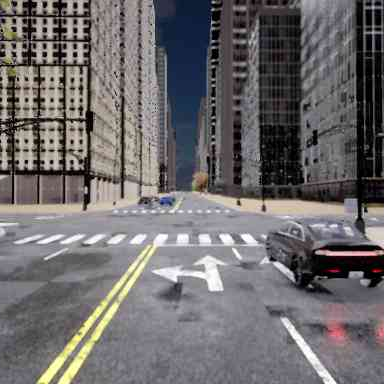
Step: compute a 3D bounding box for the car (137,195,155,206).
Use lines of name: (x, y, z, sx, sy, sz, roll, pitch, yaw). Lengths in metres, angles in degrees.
car: (-7.252, 1.392, 51.386, 1.837, 1.490, 4.892, 0, 0, -1)

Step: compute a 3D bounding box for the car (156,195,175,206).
car: (-4.001, 1.365, 51.279, 1.882, 1.535, 5.008, 0, 0, -1)

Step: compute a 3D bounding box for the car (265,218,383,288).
car: (3.345, 1.476, 9.204, 2.128, 1.511, 4.902, 0, 0, 0)
